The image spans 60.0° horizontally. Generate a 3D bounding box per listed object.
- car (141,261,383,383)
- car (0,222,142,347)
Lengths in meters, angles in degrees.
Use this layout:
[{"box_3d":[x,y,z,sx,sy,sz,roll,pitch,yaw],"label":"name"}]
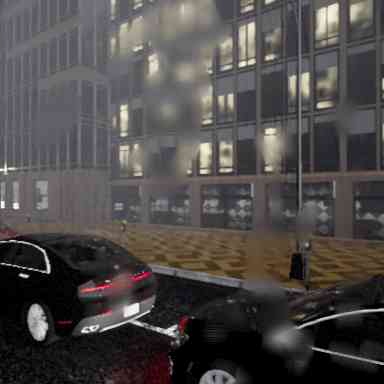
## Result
[{"box_3d":[1.993,1.523,2.925,4.892,1.490,1.837,0,0,36],"label":"car"},{"box_3d":[-2.877,1.536,6.430,4.892,1.490,1.837,0,0,36],"label":"car"}]
